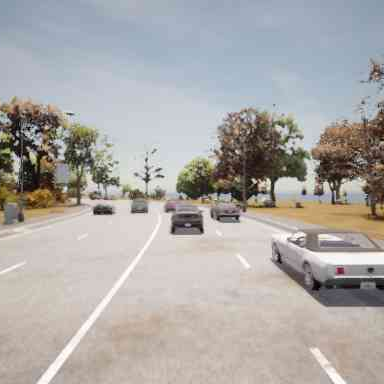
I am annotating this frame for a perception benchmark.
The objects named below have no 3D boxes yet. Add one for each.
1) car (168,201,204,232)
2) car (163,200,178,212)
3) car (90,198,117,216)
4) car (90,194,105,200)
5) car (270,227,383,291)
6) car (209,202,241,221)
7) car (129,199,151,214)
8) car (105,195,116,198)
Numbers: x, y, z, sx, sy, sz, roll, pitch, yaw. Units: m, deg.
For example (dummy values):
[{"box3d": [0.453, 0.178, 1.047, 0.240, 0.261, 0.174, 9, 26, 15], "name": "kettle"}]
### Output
[{"box3d": [-0.341, 1.509, 20.099, 1.837, 1.490, 4.892, 0, 0, -3], "name": "car"}, {"box3d": [-2.207, 1.572, 38.170, 1.994, 1.385, 4.181, 0, 0, -9], "name": "car"}, {"box3d": [-8.751, 1.603, 33.435, 1.895, 1.301, 4.718, 0, 0, -8], "name": "car"}, {"box3d": [-20.803, 1.189, 72.078, 1.882, 1.535, 5.008, 0, 0, -26], "name": "car"}, {"box3d": [3.530, 1.602, 8.933, 1.895, 1.301, 4.718, 0, 0, -1], "name": "car"}, {"box3d": [2.653, 1.554, 27.679, 2.033, 1.411, 5.357, 0, 0, -5], "name": "car"}, {"box3d": [-5.561, 1.510, 35.700, 1.837, 1.490, 4.892, 0, 0, -8], "name": "car"}, {"box3d": [-18.426, 1.459, 75.074, 2.128, 1.511, 4.902, 0, 0, -29], "name": "car"}]
